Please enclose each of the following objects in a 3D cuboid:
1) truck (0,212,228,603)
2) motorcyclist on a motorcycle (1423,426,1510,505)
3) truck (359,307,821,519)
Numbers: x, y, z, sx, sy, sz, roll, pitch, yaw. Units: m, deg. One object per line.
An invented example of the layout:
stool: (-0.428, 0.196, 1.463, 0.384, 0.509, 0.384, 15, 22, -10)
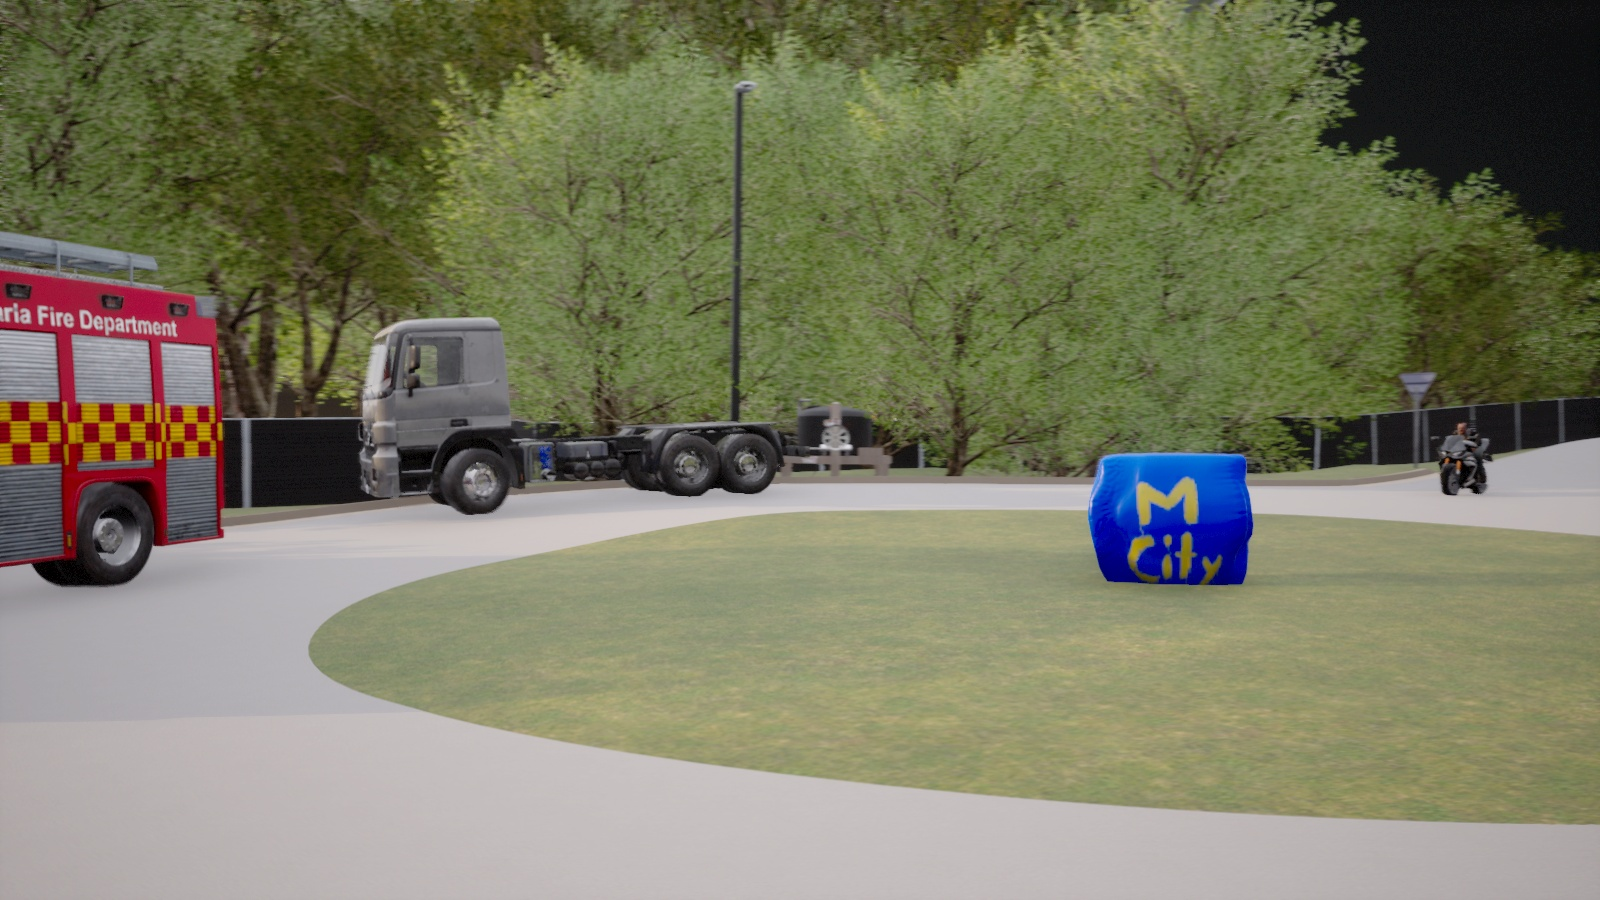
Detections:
truck: (-9.480, -0.391, 11.643, 2.891, 3.827, 8.468, 0, 1, 14)
motorcyclist on a motorcycle: (13.483, 0.309, 25.379, 2.191, 1.530, 0.866, 0, 0, -42)
truck: (-3.858, -0.819, 23.544, 7.936, 3.462, 2.891, -3, 3, -25)
